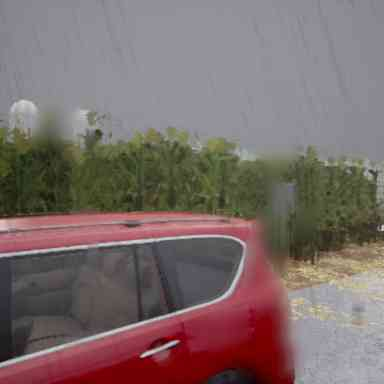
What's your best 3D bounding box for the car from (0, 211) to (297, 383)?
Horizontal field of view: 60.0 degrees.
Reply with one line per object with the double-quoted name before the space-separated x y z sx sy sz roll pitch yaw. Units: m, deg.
"car" -1.629 1.221 2.329 5.566 2.045 2.150 0 0 -36
